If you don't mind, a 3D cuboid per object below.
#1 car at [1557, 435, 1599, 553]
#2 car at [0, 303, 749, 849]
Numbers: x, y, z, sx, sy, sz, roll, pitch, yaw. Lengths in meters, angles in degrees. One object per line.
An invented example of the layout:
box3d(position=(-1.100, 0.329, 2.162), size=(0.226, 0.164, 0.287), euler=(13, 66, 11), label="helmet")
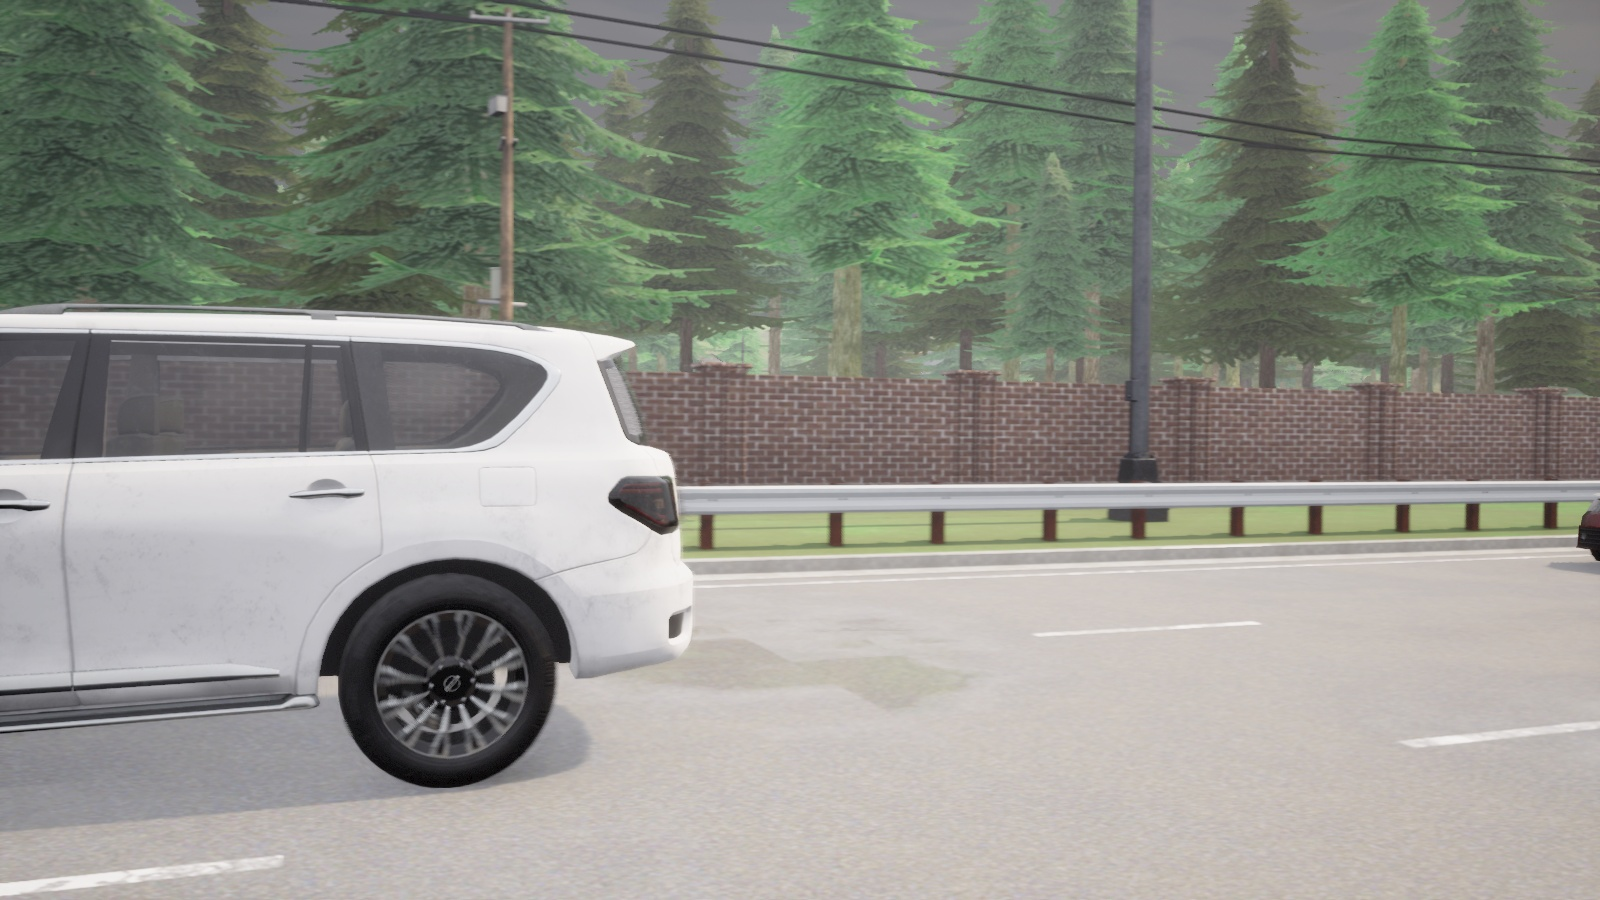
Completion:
box3d(position=(11.529, 0.491, 15.105), size=(4.181, 1.385, 1.994), euler=(-1, 1, -21), label="car")
box3d(position=(-3.230, 0.458, 5.753), size=(5.566, 2.045, 2.150), euler=(-1, 1, -21), label="car")
